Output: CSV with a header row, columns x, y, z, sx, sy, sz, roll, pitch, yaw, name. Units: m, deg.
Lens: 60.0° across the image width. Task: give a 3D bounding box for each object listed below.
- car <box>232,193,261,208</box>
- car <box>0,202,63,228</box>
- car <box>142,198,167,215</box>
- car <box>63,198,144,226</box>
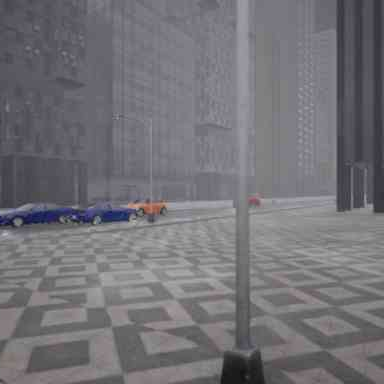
x,y,z,sx,sy,sz,roll,pitch,yaw,name
7.749,1.154,47.062,2.150,2.045,5.566,0,0,37,car
-10.471,1.449,22.251,1.882,1.535,5.008,0,0,36,car
-4.396,1.310,30.560,2.097,1.767,4.553,0,0,36,car
-5.986,1.446,23.104,1.882,1.535,5.008,0,0,37,car
